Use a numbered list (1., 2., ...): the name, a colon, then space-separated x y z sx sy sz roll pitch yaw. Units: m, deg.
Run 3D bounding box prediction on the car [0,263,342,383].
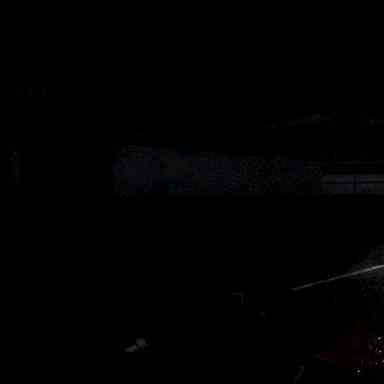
1. car: -0.473 1.603 3.655 4.718 1.301 1.895 0 0 -36
